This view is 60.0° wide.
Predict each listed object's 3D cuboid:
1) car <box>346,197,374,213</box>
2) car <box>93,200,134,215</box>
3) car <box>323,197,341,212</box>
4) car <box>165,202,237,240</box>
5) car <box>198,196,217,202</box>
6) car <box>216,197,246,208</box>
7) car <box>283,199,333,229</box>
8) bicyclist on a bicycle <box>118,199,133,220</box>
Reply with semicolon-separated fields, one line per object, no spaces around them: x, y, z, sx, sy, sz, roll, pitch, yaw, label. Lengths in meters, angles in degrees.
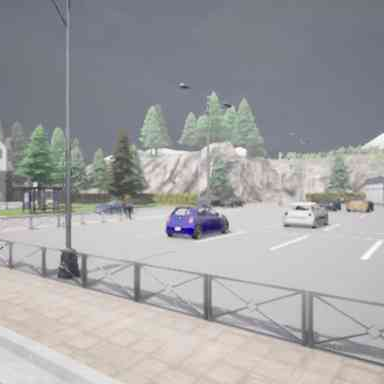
18.093;1.362;35.766;2.152;1.636;5.027;0;0;35;car
-8.091;1.610;34.843;1.812;1.442;4.674;0;0;35;car
15.509;1.379;37.545;2.007;1.523;4.514;0;0;35;car
0.397;1.413;16.346;1.845;1.501;3.633;0;0;35;car
2.605;1.466;49.984;2.097;1.767;4.553;0;0;35;car
6.133;1.566;48.634;2.128;1.511;4.902;0;0;38;car
7.133;1.416;20.656;1.970;1.475;3.806;0;0;35;car
-5.221;1.365;25.894;1.656;1.620;0.582;-1;0;35;bicyclist on a bicycle
